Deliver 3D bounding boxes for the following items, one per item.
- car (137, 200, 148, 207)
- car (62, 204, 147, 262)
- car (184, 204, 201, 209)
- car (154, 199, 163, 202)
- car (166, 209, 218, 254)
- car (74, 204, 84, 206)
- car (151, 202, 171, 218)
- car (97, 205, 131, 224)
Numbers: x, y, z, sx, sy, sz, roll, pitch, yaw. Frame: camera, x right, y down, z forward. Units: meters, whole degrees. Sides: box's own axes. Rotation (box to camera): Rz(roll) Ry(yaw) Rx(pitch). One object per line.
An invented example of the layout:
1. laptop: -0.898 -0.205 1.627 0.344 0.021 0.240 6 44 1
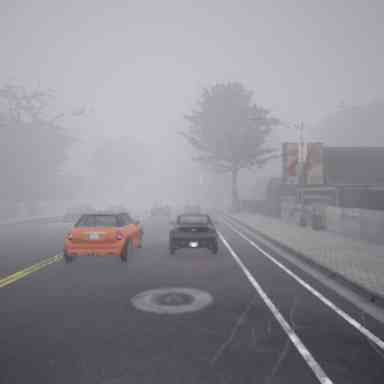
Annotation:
1. car: -9.873 2.250 66.489 1.812 1.442 4.674 0 0 0
2. car: -3.169 1.493 12.832 2.097 1.767 4.553 0 -1 -1
3. car: 0.041 1.899 31.982 2.033 1.411 5.357 0 -1 0
4. car: -6.635 2.212 65.050 1.837 1.490 4.892 0 -1 0
5. car: 0.067 1.660 14.248 1.837 1.490 4.892 0 -1 0
6. car: -9.901 1.851 29.579 1.812 1.442 4.674 0 -1 0
7. car: -3.215 1.991 35.484 1.895 1.301 4.718 0 -1 0
8. car: -6.651 1.882 28.889 1.994 1.385 4.181 0 -1 0
